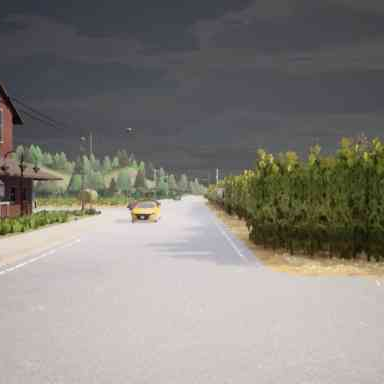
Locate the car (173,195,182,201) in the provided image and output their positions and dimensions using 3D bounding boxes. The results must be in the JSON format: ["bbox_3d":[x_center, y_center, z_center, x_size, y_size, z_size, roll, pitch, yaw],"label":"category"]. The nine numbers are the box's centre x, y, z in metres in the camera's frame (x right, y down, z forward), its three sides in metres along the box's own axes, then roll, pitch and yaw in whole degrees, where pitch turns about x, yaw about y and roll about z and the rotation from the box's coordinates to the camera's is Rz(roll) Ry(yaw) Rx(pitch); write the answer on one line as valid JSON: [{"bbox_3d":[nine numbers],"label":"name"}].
[{"bbox_3d":[-3.454,1.517,80.272,2.128,1.511,4.902,0,0,0],"label":"car"}]

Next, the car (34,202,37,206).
[{"bbox_3d":[-21.285,1.544,40.731,4.181,1.385,1.994,0,0,-1],"label":"car"}]

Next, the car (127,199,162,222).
[{"bbox_3d":[-3.500,1.511,26.050,1.882,1.535,5.008,0,0,0],"label":"car"}]

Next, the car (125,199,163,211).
[{"bbox_3d":[-5.800,1.560,40.583,4.181,1.385,1.994,0,0,16],"label":"car"}]
